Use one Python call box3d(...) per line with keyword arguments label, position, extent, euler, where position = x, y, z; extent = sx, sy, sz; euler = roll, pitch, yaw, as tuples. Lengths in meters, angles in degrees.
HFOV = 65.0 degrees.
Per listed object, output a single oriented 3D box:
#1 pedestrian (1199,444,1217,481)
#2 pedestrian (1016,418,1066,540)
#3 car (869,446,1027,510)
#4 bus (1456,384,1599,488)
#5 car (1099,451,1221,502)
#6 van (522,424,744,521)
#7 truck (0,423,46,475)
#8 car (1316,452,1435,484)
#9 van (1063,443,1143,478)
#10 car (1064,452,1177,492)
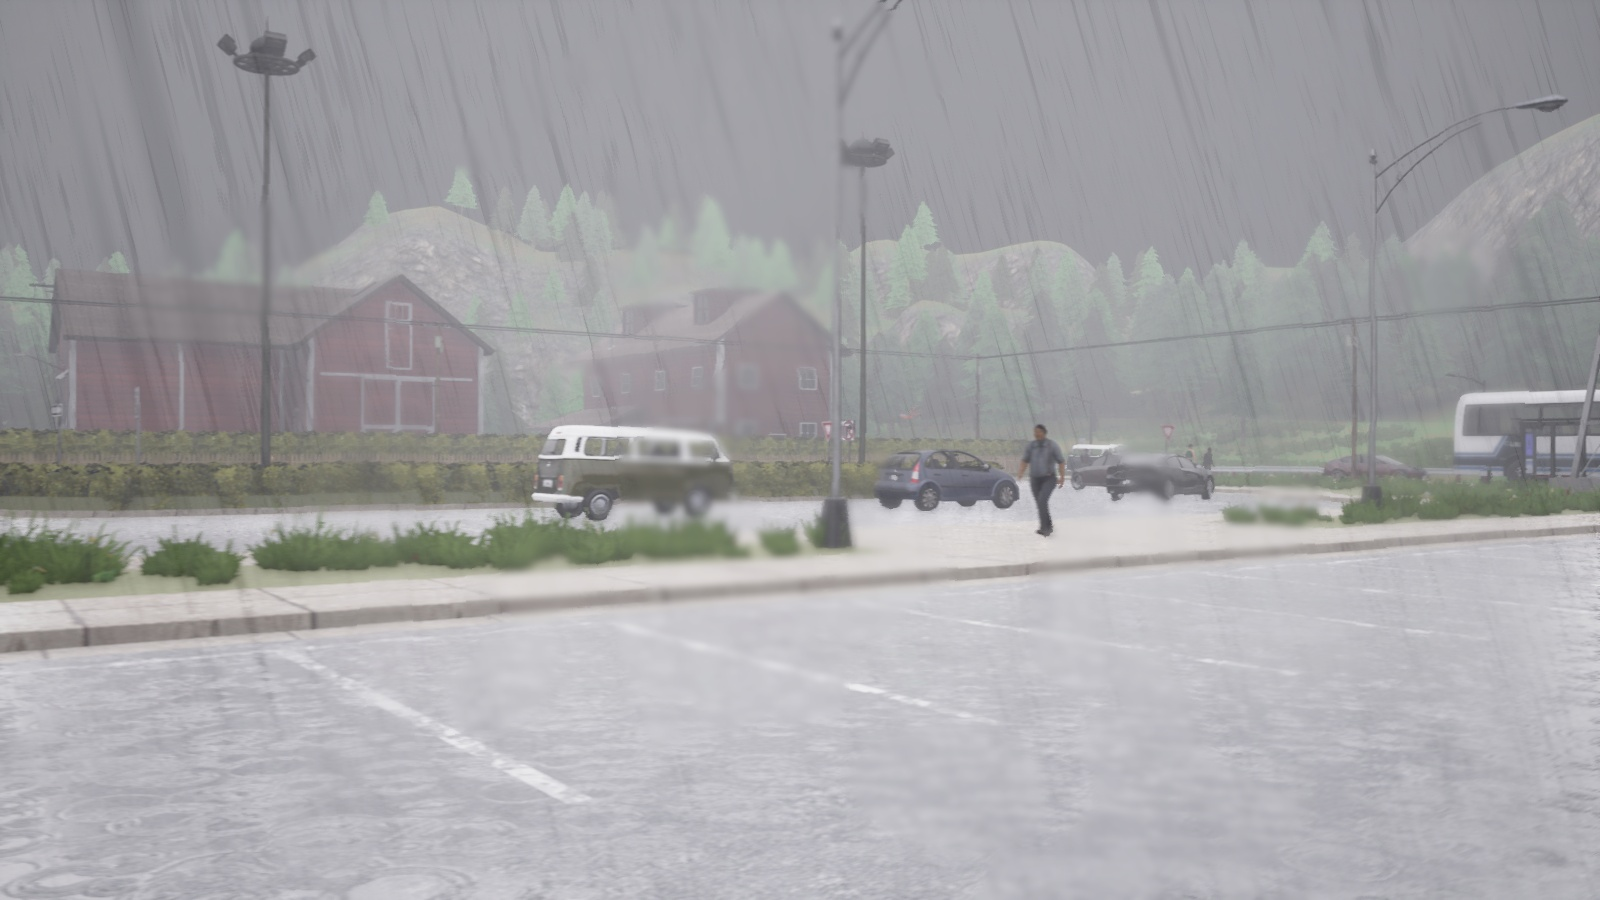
box3d(label="pedestrian", position=(20.409, 0.641, 62.846), extent=(0.431, 1.840, 0.703), euler=(0, 0, -39))
box3d(label="pedestrian", position=(3.754, 0.440, 19.549), extent=(0.540, 1.848, 0.694), euler=(0, 0, 35))
box3d(label="car", position=(3.992, 0.717, 33.710), extent=(3.988, 1.617, 1.851), euler=(0, 0, -34))
box3d(label="bus", position=(33.770, -0.573, 52.852), extent=(3.944, 4.253, 10.273), euler=(0, 0, -34))
box3d(label="car", position=(11.543, 0.796, 40.082), extent=(1.882, 1.535, 5.008), euler=(0, 0, 40))
box3d(label="van", position=(-3.734, 0.534, 28.420), extent=(4.480, 2.038, 2.069), euler=(2, -1, -34))
box3d(label="truck", position=(-54.410, -0.060, 82.813), extent=(7.936, 3.462, 2.891), euler=(0, 0, -34))
box3d(label="car", position=(28.038, 0.836, 61.285), extent=(2.163, 1.488, 4.792), euler=(0, 0, -44))
box3d(label="van", position=(18.271, 0.616, 75.979), extent=(2.069, 2.038, 4.480), euler=(0, 0, -34))
box3d(label="car", position=(12.569, 0.840, 49.597), extent=(2.163, 1.488, 4.792), euler=(0, 0, -16))
